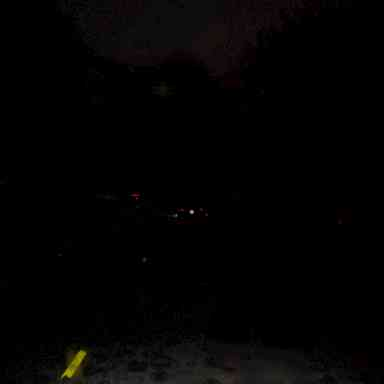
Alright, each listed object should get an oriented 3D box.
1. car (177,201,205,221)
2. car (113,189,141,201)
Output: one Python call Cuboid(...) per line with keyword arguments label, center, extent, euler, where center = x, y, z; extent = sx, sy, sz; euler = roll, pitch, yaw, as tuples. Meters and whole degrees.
Cuboid(label="car", center=(-0.143, 1.358, 25.306), extent=(1.994, 1.385, 4.181), euler=(0, 0, -4))
Cuboid(label="car", center=(-8.874, 0.322, 45.073), extent=(1.837, 1.490, 4.892), euler=(-1, 7, -44))
